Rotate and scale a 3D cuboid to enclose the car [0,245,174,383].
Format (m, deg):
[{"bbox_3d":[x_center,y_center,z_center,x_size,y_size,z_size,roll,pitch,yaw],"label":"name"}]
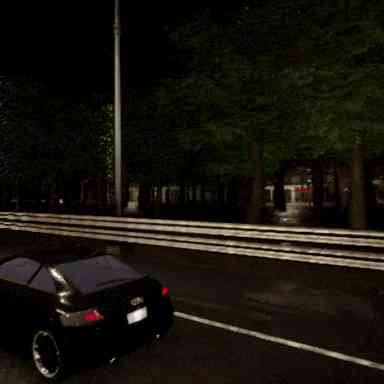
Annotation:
[{"bbox_3d":[-2.350,1.610,5.547,4.181,1.385,1.994,-1,0,36],"label":"car"}]
